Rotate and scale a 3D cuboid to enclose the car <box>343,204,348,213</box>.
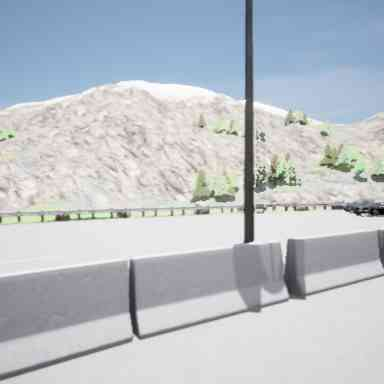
[{"bbox_3d":[17.339,1.425,33.501,4.181,1.385,1.994,0,0,-24],"label":"car"}]

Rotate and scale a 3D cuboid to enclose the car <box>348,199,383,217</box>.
[{"bbox_3d":[16.425,1.478,29.281,4.718,1.301,1.895,0,0,-25],"label":"car"}]
